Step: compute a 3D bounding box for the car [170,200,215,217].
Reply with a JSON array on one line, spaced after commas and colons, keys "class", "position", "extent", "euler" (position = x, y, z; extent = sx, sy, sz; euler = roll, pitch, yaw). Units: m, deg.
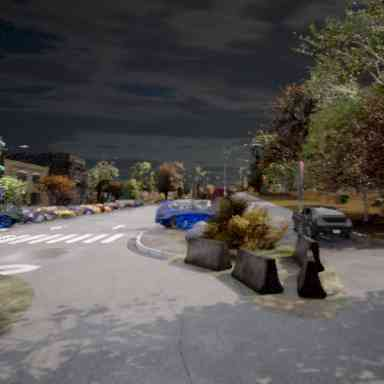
[{"class": "car", "position": [0.078, 2.145, 44.343], "extent": [5.566, 2.045, 2.435], "euler": [1, -1, -19]}]

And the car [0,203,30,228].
[{"class": "car", "position": [-17.098, 2.008, 27.880], "extent": [5.566, 2.045, 2.435], "euler": [-1, -1, -19]}]

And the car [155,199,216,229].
[{"class": "car", "position": [-0.121, 1.791, 26.244], "extent": [5.566, 2.045, 2.435], "euler": [1, -1, -19]}]

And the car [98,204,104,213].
[{"class": "car", "position": [-16.916, 2.722, 51.486], "extent": [5.366, 1.575, 1.946], "euler": [-1, -1, -19]}]

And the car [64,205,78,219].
[{"class": "car", "position": [-16.736, 2.485, 39.791], "extent": [5.366, 1.575, 1.946], "euler": [-1, -1, -19]}]

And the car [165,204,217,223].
[{"class": "car", "position": [-0.091, 2.034, 32.259], "extent": [4.553, 1.767, 2.185], "euler": [1, -1, -19]}]

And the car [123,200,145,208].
[{"class": "car", "position": [-16.205, 3.275, 92.955], "extent": [5.566, 2.045, 2.435], "euler": [-1, -1, -19]}]

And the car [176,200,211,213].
[{"class": "car", "position": [0.237, 2.382, 56.434], "extent": [5.566, 2.045, 2.435], "euler": [1, -1, -19]}]

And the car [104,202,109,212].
[{"class": "car", "position": [-16.704, 2.780, 54.517], "extent": [5.008, 1.535, 2.097], "euler": [-1, -1, -19]}]

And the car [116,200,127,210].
[{"class": "car", "position": [-16.534, 2.944, 69.297], "extent": [4.553, 1.767, 2.185], "euler": [-1, -1, -19]}]

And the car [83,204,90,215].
[{"class": "car", "position": [-16.850, 2.636, 45.623], "extent": [4.792, 1.488, 2.163], "euler": [-1, -1, -19]}]

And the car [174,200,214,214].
[{"class": "car", "position": [0.216, 2.264, 50.407], "extent": [5.566, 2.045, 2.435], "euler": [1, -1, -19]}]

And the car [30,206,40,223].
[{"class": "car", "position": [-17.028, 2.357, 30.849], "extent": [4.674, 1.452, 2.002], "euler": [-1, -1, -19]}]

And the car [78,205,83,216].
[{"class": "car", "position": [-16.868, 2.549, 42.675], "extent": [4.892, 1.521, 2.231], "euler": [-1, -1, -19]}]

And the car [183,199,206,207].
[{"class": "car", "position": [0.703, 2.969, 86.672], "extent": [5.566, 2.045, 2.435], "euler": [1, -1, -19]}]

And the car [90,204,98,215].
[{"class": "car", "position": [-16.782, 2.664, 48.589], "extent": [5.008, 1.535, 2.097], "euler": [-1, -2, -19]}]

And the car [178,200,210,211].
[{"class": "car", "position": [0.379, 2.500, 62.495], "extent": [5.566, 2.045, 2.435], "euler": [1, -1, -19]}]

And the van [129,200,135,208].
[{"class": "van", "position": [-16.496, 3.017, 78.140], "extent": [4.442, 1.987, 1.878], "euler": [-1, -1, -19]}]

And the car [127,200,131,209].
[{"class": "car", "position": [-16.461, 3.128, 72.268], "extent": [4.892, 1.521, 2.231], "euler": [-1, -1, -19]}]

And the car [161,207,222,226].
[{"class": "car", "position": [-0.096, 2.102, 29.243], "extent": [4.892, 1.521, 2.231], "euler": [1, -1, -19]}]

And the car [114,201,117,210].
[{"class": "car", "position": [-16.598, 2.925, 60.444], "extent": [4.792, 1.488, 2.163], "euler": [-1, -1, -19]}]

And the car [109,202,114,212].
[{"class": "car", "position": [-16.834, 2.838, 57.402], "extent": [5.366, 1.575, 1.946], "euler": [-1, -1, -19]}]

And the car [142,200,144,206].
[{"class": "car", "position": [-16.240, 3.161, 87.072], "extent": [5.566, 2.045, 2.435], "euler": [-1, -1, -19]}]

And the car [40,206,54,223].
[{"class": "car", "position": [-16.993, 2.376, 33.807], "extent": [4.892, 1.521, 2.231], "euler": [-1, -1, -19]}]

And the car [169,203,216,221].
[{"class": "car", "position": [0.011, 2.094, 35.296], "extent": [4.553, 1.767, 2.185], "euler": [1, -1, -19]}]

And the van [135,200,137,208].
[{"class": "van", "position": [-16.454, 3.075, 81.098], "extent": [4.442, 1.987, 1.878], "euler": [-1, -1, -19]}]

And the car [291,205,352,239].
[{"class": "car", "position": [6.464, 1.438, 17.026], "extent": [1.837, 1.490, 4.892], "euler": [0, 1, 2]}]

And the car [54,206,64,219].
[{"class": "car", "position": [-16.981, 2.308, 36.759], "extent": [4.553, 1.767, 2.185], "euler": [-1, -1, -19]}]

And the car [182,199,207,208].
[{"class": "car", "position": [0.620, 2.910, 83.613], "extent": [5.566, 2.045, 2.435], "euler": [1, -1, -19]}]

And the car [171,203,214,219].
[{"class": "car", "position": [0.047, 2.153, 38.322], "extent": [4.553, 1.767, 2.185], "euler": [1, -1, -19]}]

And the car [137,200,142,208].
[{"class": "car", "position": [-16.282, 3.104, 84.113], "extent": [5.566, 2.045, 2.435], "euler": [-1, -1, -19]}]
